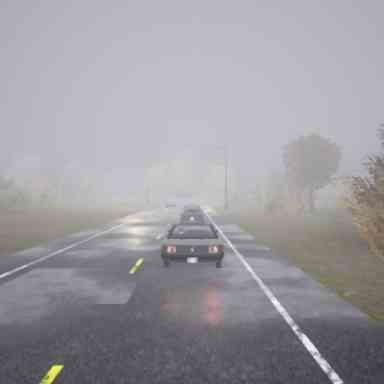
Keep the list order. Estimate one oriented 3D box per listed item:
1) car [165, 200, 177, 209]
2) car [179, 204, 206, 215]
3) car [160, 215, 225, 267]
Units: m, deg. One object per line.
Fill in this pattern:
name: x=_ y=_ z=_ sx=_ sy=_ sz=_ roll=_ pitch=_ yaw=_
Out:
car: x=-3.567 y=2.060 z=56.853 sx=2.033 sy=1.411 sz=5.357 roll=0 pitch=-1 yaw=1
car: x=0.035 y=1.747 z=27.467 sx=1.837 sy=1.490 sz=4.892 roll=0 pitch=0 yaw=1
car: x=0.033 y=1.704 z=11.812 sx=1.895 sy=1.301 sz=4.718 roll=0 pitch=0 yaw=1
